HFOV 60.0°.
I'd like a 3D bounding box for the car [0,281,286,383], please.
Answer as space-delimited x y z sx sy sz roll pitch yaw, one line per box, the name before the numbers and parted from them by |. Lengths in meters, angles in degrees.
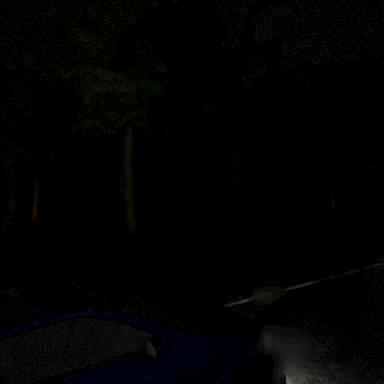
car | -1.093 1.560 2.966 4.181 1.385 1.994 0 0 -35
